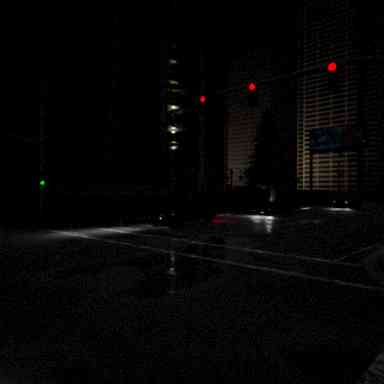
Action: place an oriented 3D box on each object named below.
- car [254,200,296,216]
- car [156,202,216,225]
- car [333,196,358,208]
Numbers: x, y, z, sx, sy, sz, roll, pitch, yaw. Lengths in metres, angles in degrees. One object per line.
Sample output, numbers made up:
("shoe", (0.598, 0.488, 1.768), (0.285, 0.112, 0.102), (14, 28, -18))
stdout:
("car", (8.306, 1.525, 32.704), (2.033, 1.411, 5.357), (0, 0, 44))
("car", (-0.366, 1.463, 23.569), (2.128, 1.511, 4.902), (0, 0, 44))
("car", (21.410, 1.337, 46.442), (2.097, 1.767, 4.553), (0, 0, 44))
